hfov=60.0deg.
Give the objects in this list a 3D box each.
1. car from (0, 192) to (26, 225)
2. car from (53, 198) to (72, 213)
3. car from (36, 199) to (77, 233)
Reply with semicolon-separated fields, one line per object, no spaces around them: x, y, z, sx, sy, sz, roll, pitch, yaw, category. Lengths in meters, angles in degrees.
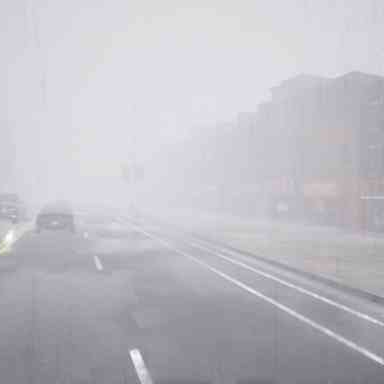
-12.644;1.033;22.462;2.150;2.045;5.566;2;-1;-20;car
-14.079;1.454;36.239;1.812;1.442;4.674;2;-1;-20;car
-7.679;1.410;18.944;1.882;1.535;5.008;2;-1;-20;car
